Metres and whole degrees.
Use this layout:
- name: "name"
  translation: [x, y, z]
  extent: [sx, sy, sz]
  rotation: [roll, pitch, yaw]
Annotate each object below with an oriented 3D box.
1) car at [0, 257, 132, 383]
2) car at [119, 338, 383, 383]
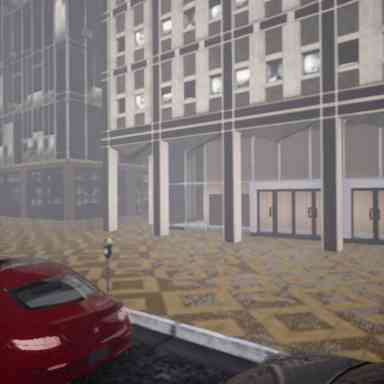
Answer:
- name: "car"
  translation: [-2.691, 1.628, 4.796]
  extent: [4.206, 1.307, 1.802]
  rotation: [-1, 0, 36]
- name: "car"
  translation: [1.907, 1.558, 1.514]
  extent: [4.313, 1.339, 1.947]
  rotation: [-1, 0, 36]
